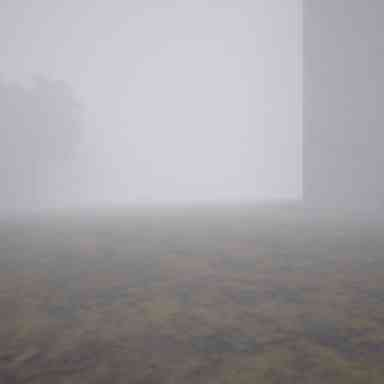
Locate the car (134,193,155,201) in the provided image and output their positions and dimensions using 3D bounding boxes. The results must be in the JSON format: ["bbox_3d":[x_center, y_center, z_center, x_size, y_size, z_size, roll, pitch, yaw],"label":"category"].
[{"bbox_3d":[-9.570,0.992,66.743,2.097,1.767,4.553,0,1,36],"label":"car"}]
